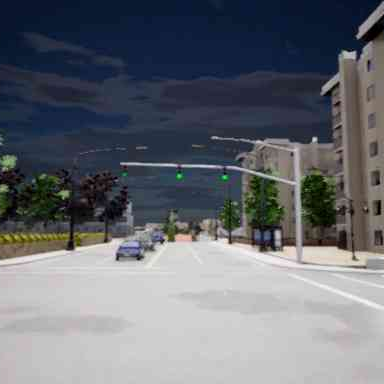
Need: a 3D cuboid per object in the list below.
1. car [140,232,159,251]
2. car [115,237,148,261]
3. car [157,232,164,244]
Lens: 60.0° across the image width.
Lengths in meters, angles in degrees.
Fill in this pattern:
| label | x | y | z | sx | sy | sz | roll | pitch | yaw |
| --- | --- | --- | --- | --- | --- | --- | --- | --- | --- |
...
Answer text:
| label | x | y | z | sx | sy | sz | roll | pitch | yaw |
| --- | --- | --- | --- | --- | --- | --- | --- | --- | --- |
| car | -5.290 | 5.714 | 37.574 | 2.097 | 1.767 | 4.553 | 1 | -7 | -2 |
| car | -4.817 | 4.574 | 26.447 | 1.812 | 1.442 | 4.674 | 1 | -7 | -2 |
| car | -6.033 | 7.854 | 56.900 | 2.150 | 2.045 | 5.566 | 1 | -7 | -2 |
